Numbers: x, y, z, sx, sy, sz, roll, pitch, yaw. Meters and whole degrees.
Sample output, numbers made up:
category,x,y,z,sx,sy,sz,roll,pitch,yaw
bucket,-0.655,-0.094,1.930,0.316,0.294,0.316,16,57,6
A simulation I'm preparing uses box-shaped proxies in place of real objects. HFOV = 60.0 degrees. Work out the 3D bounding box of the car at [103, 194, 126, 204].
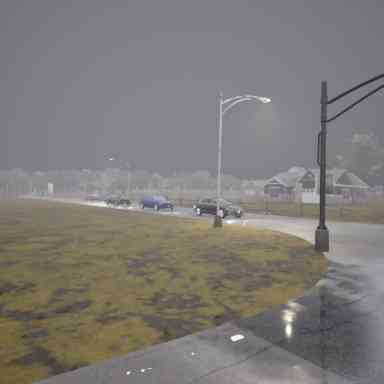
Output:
category,x,y,z,sx,sy,sz,roll,pitch,yaw
car,-12.396,1.087,52.991,1.994,1.385,4.181,2,-1,-35

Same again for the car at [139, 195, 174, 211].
category,x,y,z,sx,sy,sz,roll,pitch,yaw
car,-3.739,1.083,34.617,1.882,1.535,5.008,2,0,-36

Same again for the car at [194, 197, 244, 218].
category,x,y,z,sx,sy,sz,roll,pitch,yaw
car,2.056,1.226,26.470,1.837,1.490,4.892,2,0,-35

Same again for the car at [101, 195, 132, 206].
category,x,y,z,sx,sy,sz,roll,pitch,yaw
car,-9.529,1.108,42.770,1.895,1.301,4.718,2,-1,-35

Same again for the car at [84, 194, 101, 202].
category,x,y,z,sx,sy,sz,roll,pitch,yaw
car,-18.194,1.007,61.142,2.033,1.411,5.357,2,-1,-35
